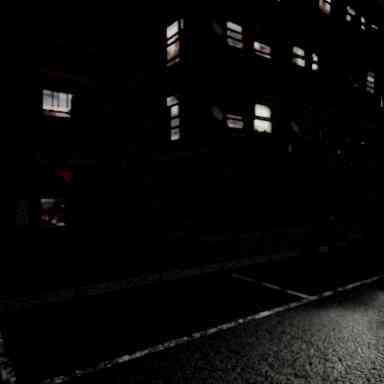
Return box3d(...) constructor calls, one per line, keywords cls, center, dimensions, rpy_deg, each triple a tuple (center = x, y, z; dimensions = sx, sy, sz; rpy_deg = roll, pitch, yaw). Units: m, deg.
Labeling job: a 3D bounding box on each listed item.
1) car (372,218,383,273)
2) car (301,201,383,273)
box3d(cls="car", center=(6.835, 1.411, 8.251), dimensions=(4.902, 1.511, 2.128), rpy_deg=(-1, 0, -35))
box3d(cls="car", center=(5.658, 1.232, 10.590), dimensions=(5.009, 1.841, 2.192), rpy_deg=(-1, 1, -35))
